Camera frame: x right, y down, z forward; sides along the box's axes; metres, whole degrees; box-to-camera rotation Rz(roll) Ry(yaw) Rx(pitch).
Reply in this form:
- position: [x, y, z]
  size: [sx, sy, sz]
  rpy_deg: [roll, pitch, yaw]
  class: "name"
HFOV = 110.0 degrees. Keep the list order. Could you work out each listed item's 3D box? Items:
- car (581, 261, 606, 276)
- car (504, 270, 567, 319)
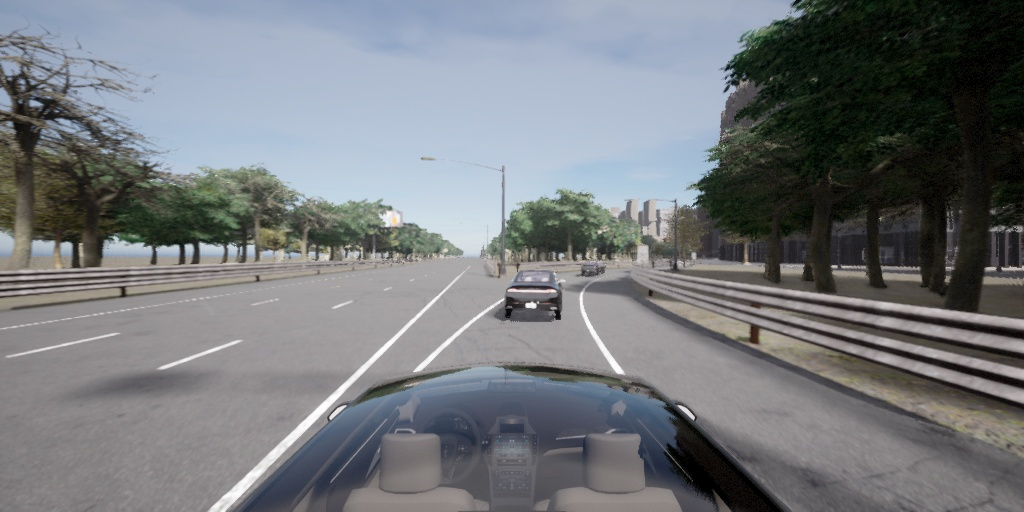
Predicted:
- position: [8.849, 1.325, 38.623]
  size: [2.128, 1.511, 4.902]
  rpy_deg: [0, 0, 26]
  class: "car"
- position: [0.918, 1.260, 13.020]
  size: [2.128, 1.511, 4.902]
  rpy_deg: [0, 0, 8]
  class: "car"
